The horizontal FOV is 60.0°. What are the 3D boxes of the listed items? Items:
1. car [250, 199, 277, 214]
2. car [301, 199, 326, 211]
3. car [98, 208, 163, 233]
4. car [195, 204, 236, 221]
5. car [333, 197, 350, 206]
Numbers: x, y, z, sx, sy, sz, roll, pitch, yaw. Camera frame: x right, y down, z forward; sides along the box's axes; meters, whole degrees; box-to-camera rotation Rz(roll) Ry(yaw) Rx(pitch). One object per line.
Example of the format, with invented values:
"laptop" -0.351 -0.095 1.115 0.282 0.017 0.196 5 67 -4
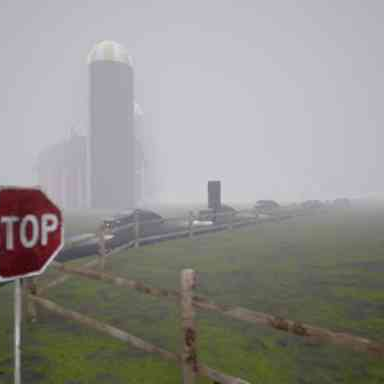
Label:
"car" 8.121 1.619 37.178 1.837 1.490 4.892 0 0 36
"car" 15.580 1.637 42.559 2.033 1.411 5.357 0 0 35
"car" -3.710 1.702 20.672 1.994 1.385 4.181 0 0 36
"car" 2.078 1.689 28.754 1.994 1.385 4.181 0 0 36
"car" 25.325 1.625 56.160 2.033 1.411 5.357 0 0 36
